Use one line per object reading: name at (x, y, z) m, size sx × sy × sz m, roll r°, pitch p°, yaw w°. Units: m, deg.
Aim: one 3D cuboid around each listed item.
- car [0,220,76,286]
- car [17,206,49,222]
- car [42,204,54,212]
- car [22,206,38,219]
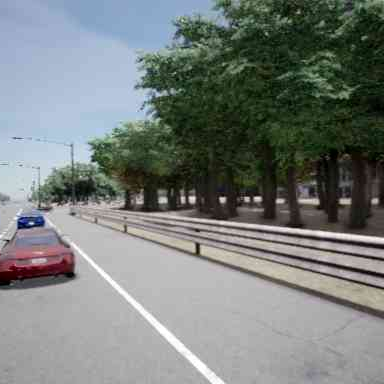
car at (-4.941, 1.839, 10.598) m, size 1.994 × 1.385 × 4.181 m, roll -2°, pitch -1°, yaw -26°
car at (-12.732, 2.191, 26.353) m, size 1.882 × 1.535 × 5.008 m, roll -2°, pitch -1°, yaw -26°
car at (-28.151, 3.116, 64.366) m, size 1.812 × 1.442 × 4.674 m, roll -2°, pitch -1°, yaw -8°
car at (-21.194, 2.689, 43.612) m, size 1.812 × 1.442 × 4.674 m, roll -2°, pitch -1°, yaw -25°
